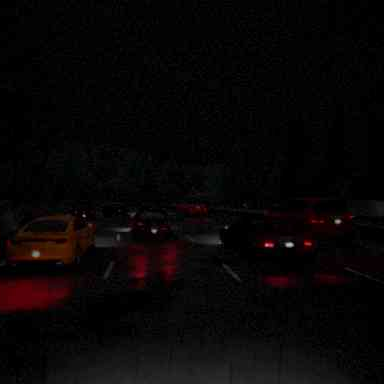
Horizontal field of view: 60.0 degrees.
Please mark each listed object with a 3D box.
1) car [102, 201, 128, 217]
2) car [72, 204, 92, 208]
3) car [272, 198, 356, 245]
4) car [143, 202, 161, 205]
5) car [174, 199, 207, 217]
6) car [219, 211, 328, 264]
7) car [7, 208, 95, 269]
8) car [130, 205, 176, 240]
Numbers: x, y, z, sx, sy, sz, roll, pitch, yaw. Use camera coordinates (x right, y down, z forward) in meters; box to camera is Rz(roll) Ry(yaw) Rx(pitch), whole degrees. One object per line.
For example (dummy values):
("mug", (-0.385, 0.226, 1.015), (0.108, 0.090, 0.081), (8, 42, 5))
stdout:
("car", (-8.002, 1.678, 34.292), (1.882, 1.535, 5.008), (0, 0, -24))
("car", (-10.209, 1.793, 30.770), (1.895, 1.301, 4.718), (0, 0, -23))
("car", (5.312, 1.280, 15.872), (2.150, 2.045, 5.566), (0, 0, -11))
("car", (-4.089, 1.749, 34.030), (1.994, 1.385, 4.181), (0, 0, -24))
("car", (-0.223, 1.521, 33.876), (2.097, 1.767, 4.553), (0, 0, -23))
("car", (2.439, 1.599, 12.111), (2.033, 1.411, 5.357), (0, 0, -9))
("car", (-4.623, 1.553, 11.547), (1.882, 1.535, 5.008), (0, 0, -8))
("car", (-2.243, 1.622, 17.660), (1.812, 1.442, 4.674), (0, 0, -12))
